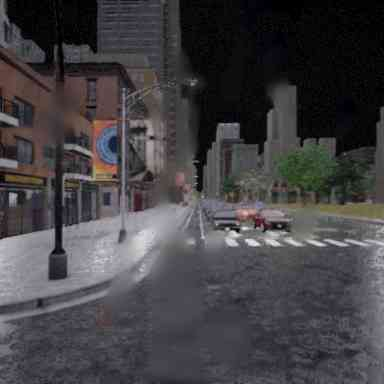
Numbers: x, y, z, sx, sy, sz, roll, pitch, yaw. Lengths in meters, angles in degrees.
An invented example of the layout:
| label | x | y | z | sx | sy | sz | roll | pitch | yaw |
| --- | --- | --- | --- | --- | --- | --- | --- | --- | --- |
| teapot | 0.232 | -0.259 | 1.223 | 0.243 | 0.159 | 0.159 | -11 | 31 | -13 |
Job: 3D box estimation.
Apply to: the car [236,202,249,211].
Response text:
| label | x | y | z | sx | sy | sz | roll | pitch | yaw |
| --- | --- | --- | --- | --- | --- | --- | --- | --- | --- |
| car | 9.736 | 2.788 | 64.880 | 1.837 | 1.490 | 4.892 | 0 | -1 | 1 |

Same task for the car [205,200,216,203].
| label | x | y | z | sx | sy | sz | roll | pitch | yaw |
| --- | --- | --- | --- | --- | --- | --- | --- | --- | --- |
| car | 2.945 | 2.280 | 53.405 | 2.150 | 2.045 | 5.566 | 0 | -1 | 2 |

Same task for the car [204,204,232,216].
| label | x | y | z | sx | sy | sz | roll | pitch | yaw |
| --- | --- | --- | --- | --- | --- | --- | --- | --- | --- |
| car | 2.477 | 2.208 | 32.795 | 1.994 | 1.385 | 4.181 | 0 | -1 | 1 |

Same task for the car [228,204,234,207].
| label | x | y | z | sx | sy | sz | roll | pitch | yaw |
| --- | --- | --- | --- | --- | --- | --- | --- | --- | --- |
| car | 5.924 | 2.376 | 42.159 | 2.033 | 1.411 | 5.357 | 0 | -1 | 2 |

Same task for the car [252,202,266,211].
| label | x | y | z | sx | sy | sz | roll | pitch | yaw |
| --- | --- | --- | --- | --- | --- | --- | --- | --- | --- |
| car | 12.985 | 2.757 | 64.814 | 1.882 | 1.535 | 5.008 | 0 | -1 | 1 |

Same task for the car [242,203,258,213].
| label | x | y | z | sx | sy | sz | roll | pitch | yaw |
| --- | --- | --- | --- | --- | --- | --- | --- | --- | --- |
| car | 9.532 | 2.608 | 54.921 | 1.812 | 1.442 | 4.674 | 0 | -1 | 1 |

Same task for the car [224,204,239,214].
| label | x | y | z | sx | sy | sz | roll | pitch | yaw |
| --- | --- | --- | --- | --- | --- | --- | --- | --- | --- |
| car | 6.156 | 2.593 | 52.102 | 1.994 | 1.385 | 4.181 | 0 | -1 | 1 |

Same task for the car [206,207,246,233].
| label | x | y | z | sx | sy | sz | roll | pitch | yaw |
| --- | --- | --- | --- | --- | --- | --- | --- | --- | --- |
| car | 2.292 | 2.007 | 23.587 | 2.033 | 1.411 | 5.357 | 0 | -1 | 1 |

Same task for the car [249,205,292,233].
| label | x | y | z | sx | sy | sz | roll | pitch | yaw |
| --- | --- | --- | --- | --- | --- | --- | --- | --- | --- |
| car | 5.568 | 1.932 | 23.524 | 1.882 | 1.535 | 5.008 | 0 | -1 | 1 |

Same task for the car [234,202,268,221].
| label | x | y | z | sx | sy | sz | roll | pitch | yaw |
| --- | --- | --- | --- | --- | --- | --- | --- | --- | --- |
| car | 5.727 | 1.988 | 32.580 | 2.097 | 1.767 | 4.553 | 0 | -1 | 1 |

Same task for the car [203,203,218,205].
| label | x | y | z | sx | sy | sz | roll | pitch | yaw |
| --- | --- | --- | --- | --- | --- | --- | --- | --- | --- |
| car | 2.687 | 2.408 | 42.769 | 1.994 | 1.385 | 4.181 | 0 | -1 | 1 |
